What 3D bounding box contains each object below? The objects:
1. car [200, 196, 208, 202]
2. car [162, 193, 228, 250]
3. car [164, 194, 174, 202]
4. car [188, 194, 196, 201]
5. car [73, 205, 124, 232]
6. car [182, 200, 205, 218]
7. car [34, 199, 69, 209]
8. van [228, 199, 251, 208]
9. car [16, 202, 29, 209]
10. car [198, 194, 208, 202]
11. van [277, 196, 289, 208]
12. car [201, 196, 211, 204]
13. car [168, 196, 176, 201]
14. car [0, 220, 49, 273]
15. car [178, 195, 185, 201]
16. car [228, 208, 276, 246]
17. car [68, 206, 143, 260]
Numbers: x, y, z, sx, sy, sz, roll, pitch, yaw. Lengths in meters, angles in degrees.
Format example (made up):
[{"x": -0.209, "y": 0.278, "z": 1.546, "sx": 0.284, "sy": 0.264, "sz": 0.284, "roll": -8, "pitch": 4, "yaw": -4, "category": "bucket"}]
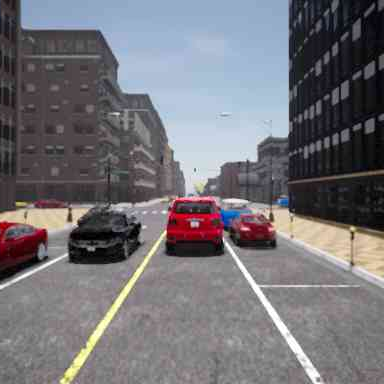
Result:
[{"x": 2.692, "y": 1.695, "z": 76.662, "sx": 1.802, "sy": 1.307, "sz": 4.206, "roll": 0, "pitch": 0, "yaw": 0, "category": "car"}, {"x": 0.099, "y": 1.235, "z": 14.462, "sx": 2.150, "sy": 2.045, "sz": 5.566, "roll": 0, "pitch": 0, "yaw": 0, "category": "car"}, {"x": -5.688, "y": 1.441, "z": 82.201, "sx": 2.192, "sy": 1.841, "sz": 5.009, "roll": 0, "pitch": 0, "yaw": 0, "category": "car"}, {"x": -0.001, "y": 1.500, "z": 89.442, "sx": 2.097, "sy": 1.767, "sz": 4.553, "roll": 0, "pitch": 0, "yaw": 0, "category": "car"}, {"x": -5.687, "y": 1.584, "z": 20.822, "sx": 1.947, "sy": 1.339, "sz": 4.313, "roll": 0, "pitch": 0, "yaw": 0, "category": "car"}, {"x": 0.101, "y": 1.579, "z": 32.129, "sx": 2.033, "sy": 1.411, "sz": 5.357, "roll": 0, "pitch": 0, "yaw": 0, "category": "car"}, {"x": -17.466, "y": 1.568, "z": 41.608, "sx": 4.206, "sy": 1.307, "sz": 1.802, "roll": 0, "pitch": 0, "yaw": 0, "category": "car"}, {"x": 2.661, "y": 1.359, "z": 20.797, "sx": 1.690, "sy": 1.788, "sz": 3.998, "roll": 0, "pitch": 0, "yaw": 0, "category": "van"}, {"x": -22.959, "y": 1.501, "z": 41.595, "sx": 4.829, "sy": 1.417, "sz": 1.752, "roll": 0, "pitch": 0, "yaw": 0, "category": "car"}, {"x": 2.693, "y": 1.441, "z": 82.202, "sx": 2.192, "sy": 1.841, "sz": 5.009, "roll": 0, "pitch": 0, "yaw": 0, "category": "car"}, {"x": 14.899, "y": 1.466, "z": 50.069, "sx": 3.998, "sy": 1.788, "sz": 1.690, "roll": 0, "pitch": -1, "yaw": 0, "category": "van"}, {"x": 2.692, "y": 1.615, "z": 65.754, "sx": 1.752, "sy": 1.417, "sz": 4.829, "roll": 0, "pitch": 0, "yaw": 0, "category": "car"}, {"x": -5.689, "y": 1.706, "z": 93.279, "sx": 2.008, "sy": 1.369, "sz": 4.403, "roll": 0, "pitch": 0, "yaw": 0, "category": "car"}, {"x": -5.687, "y": 1.552, "z": 9.445, "sx": 1.887, "sy": 1.381, "sz": 4.507, "roll": 0, "pitch": 0, "yaw": 0, "category": "car"}, {"x": -3.002, "y": 1.675, "z": 91.988, "sx": 1.812, "sy": 1.442, "sz": 4.674, "roll": 0, "pitch": 0, "yaw": 0, "category": "car"}, {"x": 2.660, "y": 1.595, "z": 15.108, "sx": 1.802, "sy": 1.307, "sz": 4.206, "roll": 0, "pitch": 0, "yaw": 0, "category": "car"}, {"x": -3.098, "y": 1.488, "z": 12.715, "sx": 1.882, "sy": 1.535, "sz": 5.008, "roll": 0, "pitch": 0, "yaw": 0, "category": "car"}]
